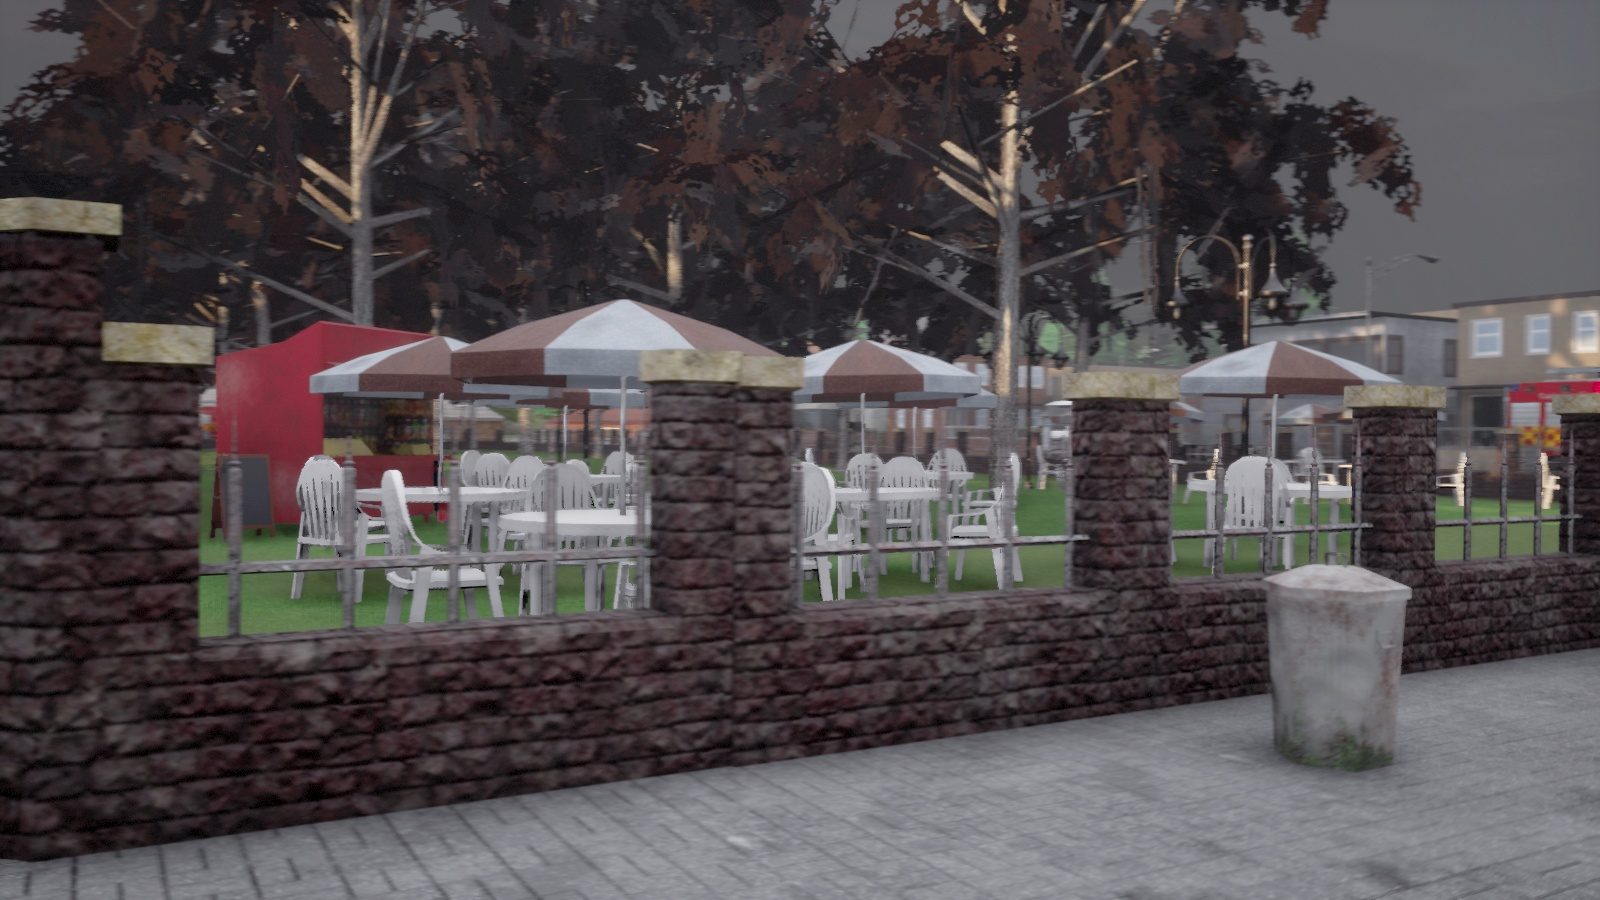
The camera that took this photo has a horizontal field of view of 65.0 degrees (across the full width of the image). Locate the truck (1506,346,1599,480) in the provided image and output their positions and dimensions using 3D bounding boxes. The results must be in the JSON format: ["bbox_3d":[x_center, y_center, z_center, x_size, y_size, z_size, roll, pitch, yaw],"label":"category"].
[{"bbox_3d":[24.981,-1.079,35.424,2.891,3.827,8.468,-1,1,-32],"label":"truck"}]

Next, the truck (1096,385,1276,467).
[{"bbox_3d":[17.279,-1.053,56.825,2.891,3.462,7.936,-1,1,-30],"label":"truck"}]

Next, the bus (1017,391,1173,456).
[{"bbox_3d":[20.387,-1.832,86.614,10.273,4.253,3.944,-1,1,-27],"label":"bus"}]
